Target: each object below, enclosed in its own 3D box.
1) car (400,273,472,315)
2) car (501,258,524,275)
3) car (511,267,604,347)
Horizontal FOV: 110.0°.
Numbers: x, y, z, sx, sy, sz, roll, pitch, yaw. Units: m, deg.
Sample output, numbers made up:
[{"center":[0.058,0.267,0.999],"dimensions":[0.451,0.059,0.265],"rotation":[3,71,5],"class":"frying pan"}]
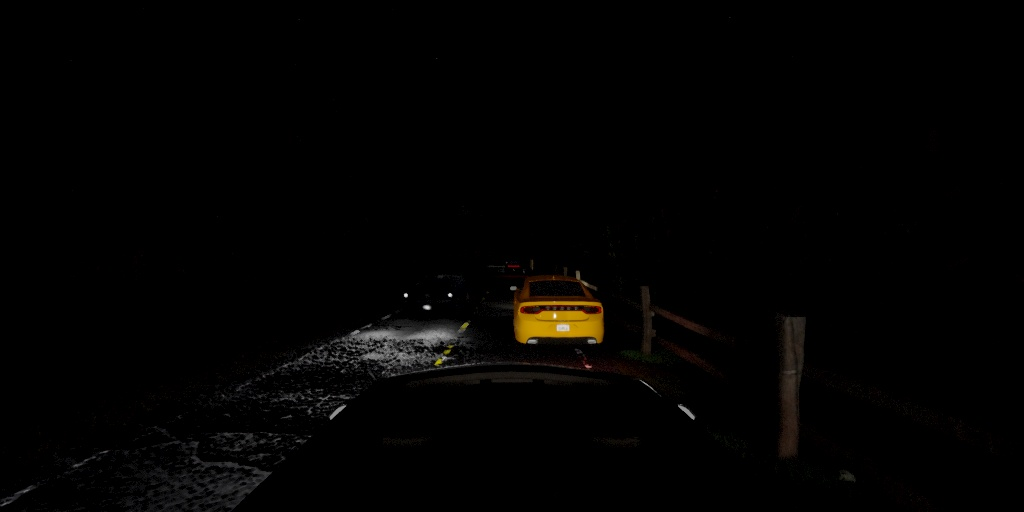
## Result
[{"center":[-2.717,1.348,13.736],"dimensions":[1.895,1.301,4.718],"rotation":[0,0,0],"class":"car"},{"center":[0.175,1.219,38.330],"dimensions":[2.128,1.511,4.902],"rotation":[0,0,0],"class":"car"},{"center":[0.985,1.227,9.357],"dimensions":[1.882,1.535,5.008],"rotation":[0,0,0],"class":"car"}]
